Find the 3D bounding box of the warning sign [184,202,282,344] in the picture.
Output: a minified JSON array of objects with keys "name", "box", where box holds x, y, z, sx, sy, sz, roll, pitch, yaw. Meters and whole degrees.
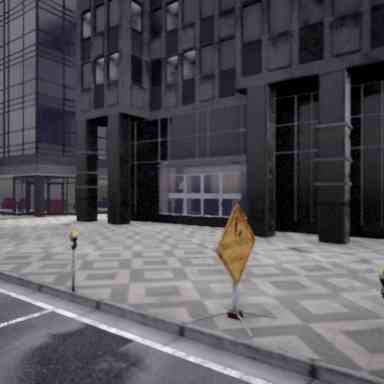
[{"name":"warning sign","box":[0.687,1.113,5.305,1.060,1.860,1.300,0,0,35]}]
